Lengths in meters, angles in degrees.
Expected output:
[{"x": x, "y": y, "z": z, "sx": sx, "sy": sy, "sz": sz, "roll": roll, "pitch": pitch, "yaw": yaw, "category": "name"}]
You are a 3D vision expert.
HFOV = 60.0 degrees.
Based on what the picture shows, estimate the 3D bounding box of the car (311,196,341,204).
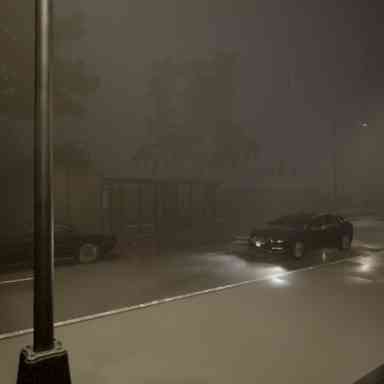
[{"x": 25.386, "y": 1.504, "z": 62.970, "sx": 2.128, "sy": 1.511, "sz": 4.902, "roll": 0, "pitch": 0, "yaw": -36, "category": "car"}]

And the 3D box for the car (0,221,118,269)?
[{"x": -4.870, "y": 1.601, "z": 10.351, "sx": 4.718, "sy": 1.301, "sz": 1.895, "roll": 0, "pitch": 0, "yaw": -36, "category": "car"}]

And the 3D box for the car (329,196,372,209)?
[{"x": 21.004, "y": 1.369, "z": 44.723, "sx": 2.097, "sy": 1.767, "sz": 4.553, "roll": 0, "pitch": 0, "yaw": -36, "category": "car"}]

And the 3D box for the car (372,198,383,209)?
[{"x": 24.513, "y": 1.510, "z": 45.837, "sx": 2.128, "sy": 1.511, "sz": 4.902, "roll": 0, "pitch": 0, "yaw": -36, "category": "car"}]

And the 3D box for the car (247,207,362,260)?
[{"x": 4.200, "y": 1.506, "z": 12.593, "sx": 4.892, "sy": 1.490, "sz": 1.837, "roll": 0, "pitch": 0, "yaw": -35, "category": "car"}]
